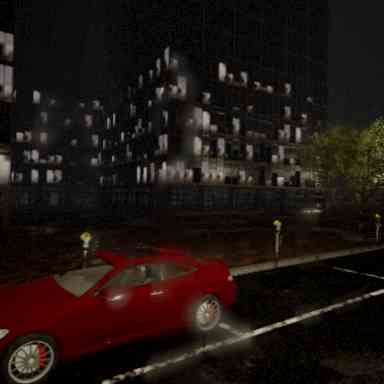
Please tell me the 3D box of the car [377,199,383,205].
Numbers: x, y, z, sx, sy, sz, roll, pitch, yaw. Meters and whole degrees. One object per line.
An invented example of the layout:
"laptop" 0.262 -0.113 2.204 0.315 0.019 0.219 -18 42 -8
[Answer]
"car" 38.403 1.932 63.273 2.008 1.369 4.403 1 -1 -18

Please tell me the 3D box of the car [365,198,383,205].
"car" 42.323 2.178 76.396 2.008 1.369 4.403 1 -1 -18

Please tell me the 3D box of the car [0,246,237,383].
"car" -1.144 1.583 5.249 4.206 1.307 1.802 0 1 -35

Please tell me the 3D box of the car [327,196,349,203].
"car" 38.779 2.017 87.011 2.192 1.841 5.009 1 -1 -18

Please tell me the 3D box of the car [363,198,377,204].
"car" 36.632 1.858 68.578 1.967 1.590 4.097 1 -1 -18
